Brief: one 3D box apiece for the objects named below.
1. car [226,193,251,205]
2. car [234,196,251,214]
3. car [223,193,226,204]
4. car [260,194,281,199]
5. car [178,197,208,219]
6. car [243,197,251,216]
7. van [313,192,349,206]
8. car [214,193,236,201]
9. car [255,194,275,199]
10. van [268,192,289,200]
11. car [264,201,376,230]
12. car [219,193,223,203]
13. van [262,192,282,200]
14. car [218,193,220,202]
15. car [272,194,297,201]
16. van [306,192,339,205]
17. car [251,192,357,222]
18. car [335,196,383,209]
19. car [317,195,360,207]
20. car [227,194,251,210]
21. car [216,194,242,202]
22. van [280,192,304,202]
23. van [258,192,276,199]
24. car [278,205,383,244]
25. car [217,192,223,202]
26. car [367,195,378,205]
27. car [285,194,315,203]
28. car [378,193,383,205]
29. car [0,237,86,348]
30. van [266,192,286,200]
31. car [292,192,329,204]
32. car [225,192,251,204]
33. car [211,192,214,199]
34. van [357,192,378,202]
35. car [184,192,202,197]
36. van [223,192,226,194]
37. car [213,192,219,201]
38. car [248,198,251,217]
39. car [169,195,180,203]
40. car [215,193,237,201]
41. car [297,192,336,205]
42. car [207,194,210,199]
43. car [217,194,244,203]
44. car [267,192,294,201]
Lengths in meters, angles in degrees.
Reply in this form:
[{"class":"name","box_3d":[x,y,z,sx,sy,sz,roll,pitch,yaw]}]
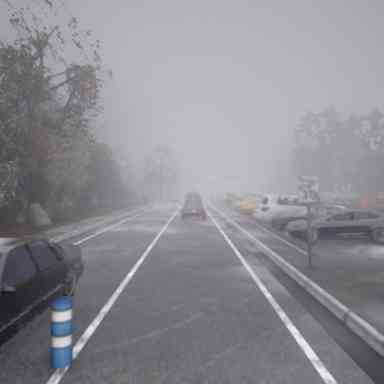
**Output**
[{"class":"car","box_3d":[6.997,1.257,40.373,4.892,1.521,2.231,0,0,0]},{"class":"car","box_3d":[6.726,1.351,29.282,5.366,1.575,1.946,0,1,0]},{"class":"car","box_3d":[7.078,1.266,45.925,4.792,1.488,2.163,0,0,0]},{"class":"car","box_3d":[20.473,1.178,87.284,5.008,1.535,2.097,0,-1,0]},{"class":"car","box_3d":[0.120,1.405,27.397,1.994,1.385,4.181,0,0,-1]},{"class":"car","box_3d":[6.895,1.384,26.505,4.892,1.521,2.231,0,1,0]},{"class":"van","box_3d":[20.266,0.999,48.521,4.442,1.987,1.878,0,0,0]},{"class":"car","box_3d":[7.244,1.058,73.687,4.553,1.767,2.185,0,0,0]},{"class":"car","box_3d":[20.329,1.253,92.823,5.366,1.575,1.946,0,-1,0]},{"class":"van","box_3d":[20.517,0.941,79.117,4.442,1.987,1.878,0,0,0]},{"class":"car","box_3d":[6.826,1.471,18.177,5.008,1.535,2.097,0,1,0]},{"class":"car","box_3d":[7.065,1.256,51.478,4.792,1.488,2.163,0,0,0]},{"class":"van","box_3d":[20.330,0.930,84.667,4.442,1.987,1.878,0,0,0]},{"class":"car","box_3d":[7.087,1.250,54.254,4.792,1.488,2.163,0,0,0]},{"class":"car","box_3d":[20.349,1.177,73.453,5.008,1.535,2.097,0,0,0]},{"class":"van","box_3d":[20.055,0.994,51.293,4.442,1.987,1.878,0,0,0]},{"class":"car","box_3d":[6.872,1.191,20.949,5.566,2.045,2.435,0,1,0]},{"class":"car","box_3d":[20.111,1.279,40.215,4.792,1.488,2.163,0,0,0]},{"class":"car","box_3d":[20.132,1.230,45.752,5.008,1.535,2.097,0,0,0]},{"class":"car","box_3d":[6.773,1.293,34.954,5.366,1.575,1.946,0,1,0]},{"class":"car","box_3d":[7.201,1.201,65.358,4.892,1.521,2.231,0,0,0]},{"class":"van","box_3d":[20.426,0.962,68.037,4.442,1.987,1.878,0,0,0]},{"class":"van","box_3d":[20.373,0.991,90.058,4.442,1.987,1.878,0,-1,0]},{"class":"car","box_3d":[6.769,1.531,15.401,4.792,1.488,2.163,0,1,0]},{"class":"car","box_3d":[7.110,1.245,57.031,4.792,1.488,2.163,0,0,0]},{"class":"car","box_3d":[19.985,1.347,31.911,4.792,1.488,2.163,0,1,0]},{"class":"car","box_3d":[20.258,1.198,62.373,5.008,1.535,2.097,0,0,0]},{"class":"car","box_3d":[20.019,1.096,29.139,5.566,2.045,2.435,0,1,0]},{"class":"car","box_3d":[-3.351,1.514,5.413,2.033,1.411,5.357,0,0,0]},{"class":"van","box_3d":[20.539,0.936,81.762,4.442,1.987,1.878,0,0,0]},{"class":"car","box_3d":[20.190,0.958,56.831,5.566,2.045,2.435,0,0,0]},{"class":"car","box_3d":[7.057,1.119,43.152,4.553,1.767,2.185,0,0,0]},{"class":"car","box_3d":[7.045,1.191,68.136,5.366,1.575,1.946,0,0,0]},{"class":"van","box_3d":[20.154,1.064,34.801,4.442,1.987,1.878,0,1,0]},{"class":"car","box_3d":[0.161,0.985,44.358,2.150,2.045,5.566,0,0,1]},{"class":"van","box_3d":[7.187,1.006,48.701,4.442,1.987,1.878,0,0,0]},{"class":"car","box_3d":[6.977,1.207,59.808,5.366,1.575,1.946,0,0,0]},{"class":"car","box_3d":[7.052,1.410,23.727,5.366,1.575,1.946,0,1,0]},{"class":"car","box_3d":[-3.138,1.260,60.013,2.033,1.411,5.357,0,0,1]},{"class":"car","box_3d":[7.222,1.063,70.911,4.553,1.767,2.185,0,0,0]},{"class":"car","box_3d":[20.167,0.963,54.061,5.566,2.045,2.435,0,0,0]},{"class":"car","box_3d":[7.395,0.911,84.790,5.566,2.045,2.435,0,0,0]},{"class":"car","box_3d":[7.191,1.206,62.582,4.892,1.521,2.231,0,0,0]},{"class":"car","box_3d":[20.349,0.920,76.348,5.566,2.045,2.435,0,0,0]}]
